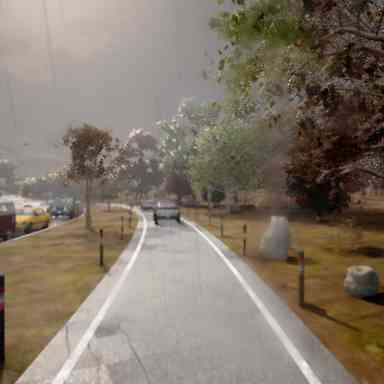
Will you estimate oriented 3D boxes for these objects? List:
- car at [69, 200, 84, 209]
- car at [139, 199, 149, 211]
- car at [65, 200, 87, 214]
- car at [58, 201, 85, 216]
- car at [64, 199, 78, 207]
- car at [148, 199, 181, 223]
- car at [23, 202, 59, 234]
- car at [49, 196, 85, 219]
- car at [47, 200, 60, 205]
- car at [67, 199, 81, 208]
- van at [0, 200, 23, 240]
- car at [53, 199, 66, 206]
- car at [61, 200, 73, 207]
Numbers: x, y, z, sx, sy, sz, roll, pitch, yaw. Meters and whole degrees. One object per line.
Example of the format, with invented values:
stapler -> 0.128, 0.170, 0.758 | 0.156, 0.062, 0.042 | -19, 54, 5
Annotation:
car -> -19.918, 2.083, 57.226 | 2.097, 1.535, 5.008 | -1, -1, -22
car -> -5.489, 1.614, 42.004 | 1.994, 1.385, 4.181 | -1, 0, -15
car -> -14.631, 1.853, 42.084 | 2.231, 1.521, 4.892 | 2, -2, -15
car -> -13.188, 1.777, 36.682 | 2.231, 1.521, 4.892 | 2, -2, -14
car -> -24.873, 2.300, 68.190 | 2.097, 1.535, 5.008 | 0, -1, -26
car -> -1.949, 1.443, 24.717 | 2.128, 1.511, 4.902 | 0, 0, -8
car -> -10.021, 1.578, 20.024 | 1.946, 1.575, 5.366 | 2, -1, -6
car -> -11.921, 1.451, 31.205 | 2.435, 2.045, 5.566 | 2, -2, -12
car -> -36.601, 2.724, 87.838 | 2.002, 1.452, 4.674 | 1, -1, -36
car -> -22.399, 2.189, 63.046 | 2.231, 1.521, 4.892 | -1, -1, -24
van -> -9.378, 1.314, 14.546 | 1.878, 1.987, 4.442 | 2, -1, -8
car -> -33.076, 2.557, 82.808 | 2.097, 1.535, 5.008 | -2, 0, -30
car -> -27.753, 2.441, 73.717 | 2.002, 1.452, 4.674 | 0, -1, -28
